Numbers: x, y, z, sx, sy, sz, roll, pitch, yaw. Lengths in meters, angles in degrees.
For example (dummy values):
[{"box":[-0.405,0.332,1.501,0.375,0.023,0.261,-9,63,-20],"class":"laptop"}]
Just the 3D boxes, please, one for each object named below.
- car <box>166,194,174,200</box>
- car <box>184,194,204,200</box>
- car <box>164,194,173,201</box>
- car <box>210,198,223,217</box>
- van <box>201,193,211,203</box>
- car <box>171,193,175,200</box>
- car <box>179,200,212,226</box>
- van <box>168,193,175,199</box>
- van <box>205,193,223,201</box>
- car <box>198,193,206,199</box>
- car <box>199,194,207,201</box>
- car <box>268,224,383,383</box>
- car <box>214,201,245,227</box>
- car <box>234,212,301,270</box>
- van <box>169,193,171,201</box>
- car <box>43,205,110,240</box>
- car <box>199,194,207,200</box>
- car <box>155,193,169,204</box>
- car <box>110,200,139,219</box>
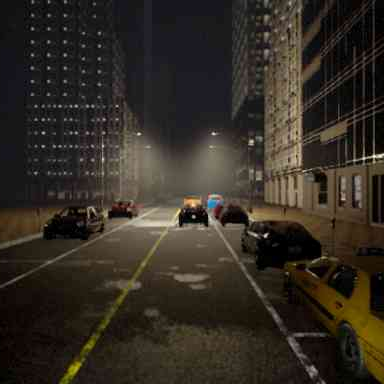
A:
[{"box":[-5.663,1.326,86.348,1.802,1.307,4.206,1,0,0],"class":"car"},{"box":[0.110,1.261,41.043,2.097,1.767,4.553,0,0,0],"class":"car"},{"box":[-5.664,1.317,81.035,2.008,1.369,4.403,1,0,0],"class":"car"},{"box":[2.703,1.489,27.817,1.887,1.381,4.507,0,0,0],"class":"car"},{"box":[2.715,1.173,65.085,1.690,1.788,3.998,1,0,0],"class":"van"},{"box":[-5.665,1.340,75.721,2.008,1.369,4.403,1,0,0],"class":"car"},{"box":[0.106,1.520,22.906,1.994,1.385,4.181,0,0,0],"class":"car"},{"box":[-5.659,1.062,91.661,1.690,1.788,3.998,1,0,0],"class":"van"},{"box":[2.708,1.257,38.514,1.690,1.788,3.998,0,0,0],"class":"van"},{"box":[2.721,1.161,91.655,1.967,1.590,4.097,1,0,0],"class":"car"},{"box":[2.717,1.291,81.198,1.752,1.417,4.829,1,0,0],"class":"car"},{"box":[2.698,1.517,5.246,1.752,1.417,4.829,0,0,0],"class":"car"},{"box":[2.701,1.540,22.132,1.802,1.307,4.206,0,0,0],"class":"car"},{"box":[2.698,1.548,10.762,1.947,1.339,4.313,0,0,0],"class":"car"},{"box":[-5.666,1.173,65.095,1.690,1.788,3.998,1,0,0],"class":"van"},{"box":[-5.679,1.411,16.460,1.967,1.590,4.097,0,0,0],"class":"car"},{"box":[2.718,1.288,86.342,1.887,1.381,4.507,1,0,0],"class":"car"},{"box":[-5.669,1.396,59.784,1.887,1.381,4.507,1,0,0],"class":"car"},{"box":[-5.677,1.384,27.832,1.967,1.590,4.097,0,0,0],"class":"car"}]
